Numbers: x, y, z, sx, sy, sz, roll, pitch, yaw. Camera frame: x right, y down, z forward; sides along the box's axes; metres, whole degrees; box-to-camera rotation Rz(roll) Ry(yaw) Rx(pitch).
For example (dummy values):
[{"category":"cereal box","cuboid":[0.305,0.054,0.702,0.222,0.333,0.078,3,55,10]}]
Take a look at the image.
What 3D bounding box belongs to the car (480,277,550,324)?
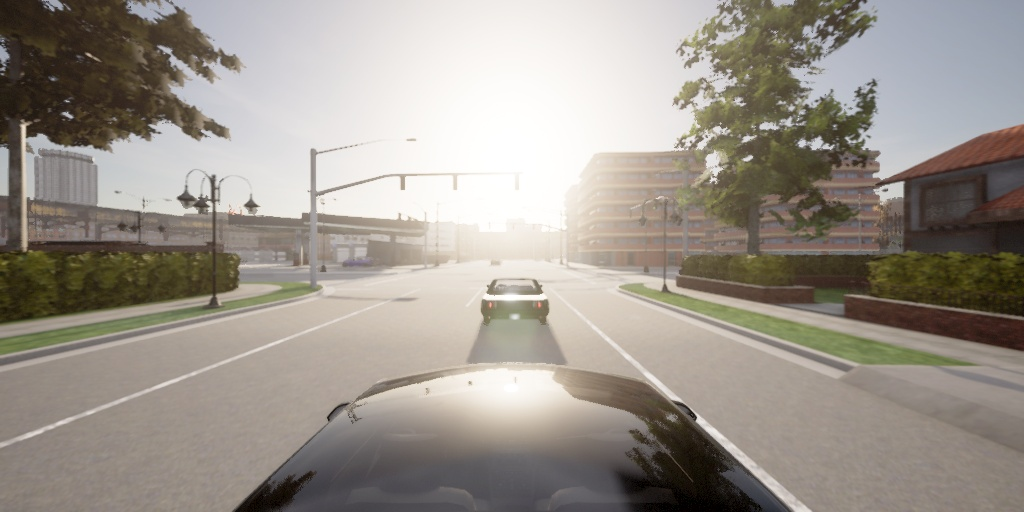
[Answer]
[{"category":"car","cuboid":[0.085,1.320,11.733,1.895,1.301,4.718,0,0,0]}]
